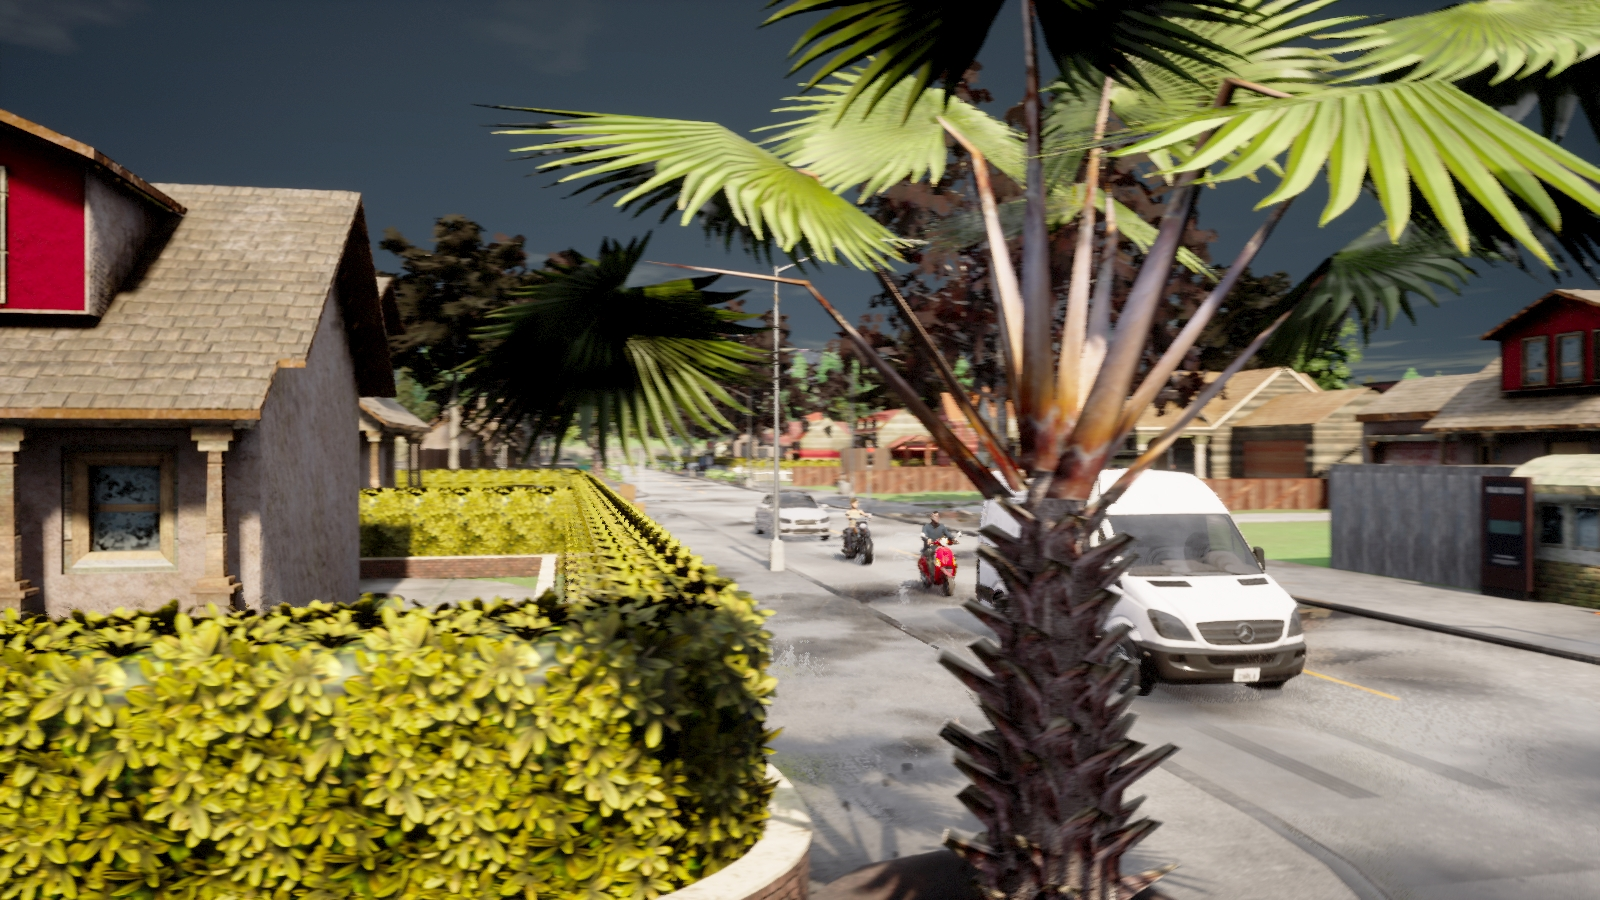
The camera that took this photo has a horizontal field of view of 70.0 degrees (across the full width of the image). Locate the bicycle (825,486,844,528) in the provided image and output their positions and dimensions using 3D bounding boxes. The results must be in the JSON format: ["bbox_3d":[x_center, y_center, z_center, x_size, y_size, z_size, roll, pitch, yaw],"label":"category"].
[{"bbox_3d":[1.286,2.131,42.891,0.329,1.471,1.835,0,0,-12],"label":"bicycle"}]

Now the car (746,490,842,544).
[{"bbox_3d":[-0.293,2.124,37.310,2.231,1.480,4.892,0,0,-12],"label":"car"}]

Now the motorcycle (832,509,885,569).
[{"bbox_3d":[1.458,2.203,28.780,0.764,1.307,2.356,0,0,-12],"label":"motorcycle"}]

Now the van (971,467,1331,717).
[{"bbox_3d":[4.250,1.558,15.218,1.988,2.561,5.915,0,0,-12],"label":"van"}]
